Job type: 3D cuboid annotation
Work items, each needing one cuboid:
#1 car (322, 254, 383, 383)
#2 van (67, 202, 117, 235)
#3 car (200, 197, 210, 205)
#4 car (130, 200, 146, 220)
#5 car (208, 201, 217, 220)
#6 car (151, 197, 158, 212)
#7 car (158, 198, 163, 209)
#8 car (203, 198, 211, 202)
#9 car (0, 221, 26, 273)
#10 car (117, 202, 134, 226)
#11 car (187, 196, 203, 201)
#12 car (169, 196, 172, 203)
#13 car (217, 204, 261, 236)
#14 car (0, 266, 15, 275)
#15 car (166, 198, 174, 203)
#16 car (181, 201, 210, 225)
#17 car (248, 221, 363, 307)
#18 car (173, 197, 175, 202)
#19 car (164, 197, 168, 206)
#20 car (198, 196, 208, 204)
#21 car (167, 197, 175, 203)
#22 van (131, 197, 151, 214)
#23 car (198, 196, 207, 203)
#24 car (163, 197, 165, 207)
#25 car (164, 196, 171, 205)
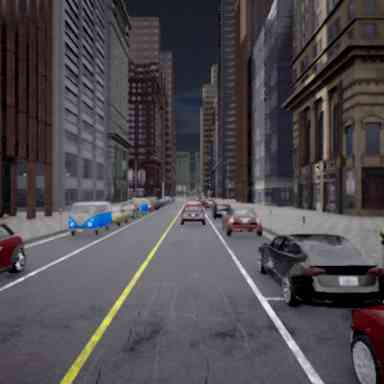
[{"bbox_3d":[2.759,1.560,2.300,1.887,1.381,4.507,0,0,0],"label":"car"},{"bbox_3d":[-5.775,1.464,19.198,1.690,1.788,3.998,0,0,0],"label":"van"},{"bbox_3d":[2.727,1.906,69.935,1.967,1.590,4.097,0,0,0],"label":"car"},{"bbox_3d":[-5.779,1.747,30.469,2.008,1.369,4.403,0,0,0],"label":"car"},{"bbox_3d":[2.746,1.762,30.480,1.947,1.339,4.313,0,0,0],"label":"car"},{"bbox_3d":[-5.785,1.712,41.743,1.967,1.590,4.097,0,0,0],"label":"car"},{"bbox_3d":[-5.788,1.625,47.381,2.192,1.841,5.009,0,0,0],"label":"car"},{"bbox_3d":[2.738,1.892,47.389,1.802,1.307,4.206,0,0,0],"label":"car"},{"bbox_3d":[-5.769,1.491,7.925,1.967,1.590,4.097,0,0,0],"label":"car"},{"bbox_3d":[-5.777,1.683,24.664,1.752,1.417,4.829,0,0,0],"label":"car"},{"bbox_3d":[0.079,1.647,45.206,2.097,1.767,4.553,0,0,0],"label":"car"},{"bbox_3d":[-5.798,2.048,69.925,1.802,1.307,4.206,0,0,0],"label":"car"},{"bbox_3d":[2.751,1.562,19.209,1.967,1.590,4.097,0,0,0],"label":"car"},{"bbox_3d":[-3.069,1.556,1.091,2.033,1.411,5.357,0,0,0],"label":"car"},{"bbox_3d":[-5.806,2.173,86.835,1.802,1.307,4.206,0,0,0],"label":"car"},{"bbox_3d":[0.088,1.714,25.920,2.033,1.411,5.357,0,0,0],"label":"car"},{"bbox_3d":[2.756,1.617,7.936,1.947,1.339,4.313,0,0,0],"label":"car"},{"bbox_3d":[-5.803,2.072,81.028,1.752,1.417,4.829,0,0,0],"label":"car"},{"bbox_3d":[-5.792,1.953,58.652,1.947,1.339,4.313,0,0,0],"label":"car"},{"bbox_3d":[2.721,1.863,81.207,2.192,1.841,5.009,0,0,0],"label":"car"},{"bbox_3d":[-5.808,2.200,92.471,1.947,1.339,4.313,0,0,0],"label":"car"},{"bbox_3d":[-5.783,1.575,36.107,1.690,1.788,3.998,0,0,0],"label":"van"},{"bbox_3d":[2.718,1.905,86.843,2.192,1.841,5.009,0,0,0],"label":"car"},{"bbox_3d":[-5.790,1.914,53.016,1.947,1.339,4.313,0,0,0],"label":"car"},{"bbox_3d":[-5.795,1.977,64.288,2.008,1.369,4.403,0,0,0],"label":"car"}]
